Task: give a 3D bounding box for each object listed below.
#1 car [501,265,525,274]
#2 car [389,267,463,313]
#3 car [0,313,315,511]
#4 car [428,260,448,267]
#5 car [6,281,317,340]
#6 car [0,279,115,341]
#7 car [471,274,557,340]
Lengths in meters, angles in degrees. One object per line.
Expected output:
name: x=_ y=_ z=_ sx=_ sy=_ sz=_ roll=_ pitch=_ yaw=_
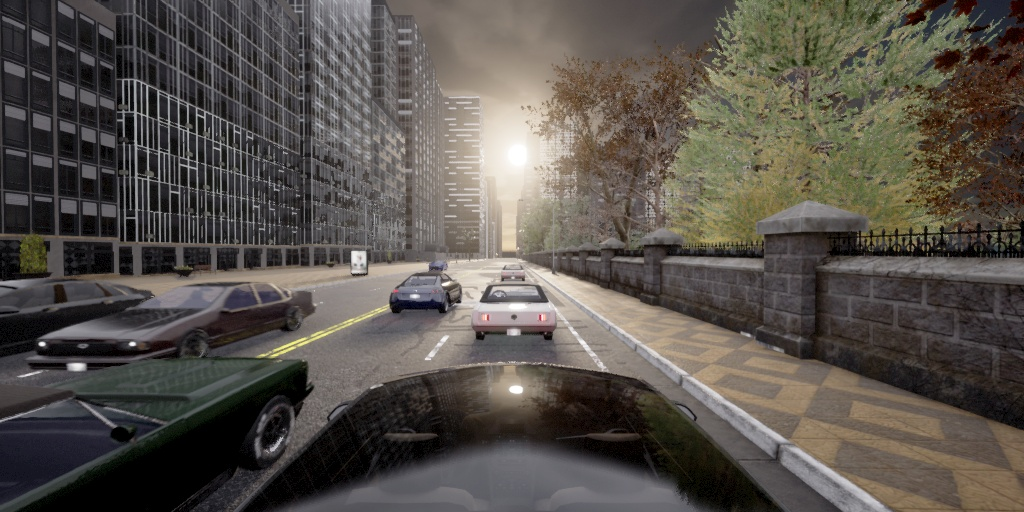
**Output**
car: x=0.089 y=1.350 z=29.295 sx=1.895 sy=1.301 sz=4.718 roll=0 pitch=0 yaw=0
car: x=-3.164 y=1.311 z=13.918 sx=1.994 sy=1.385 sz=4.181 roll=0 pitch=0 yaw=2
car: x=-3.150 y=1.351 z=1.883 sx=1.895 sy=1.301 sz=4.718 roll=0 pitch=0 yaw=0
car: x=-9.742 y=1.274 z=47.612 sx=1.882 sy=1.535 sz=5.008 roll=0 pitch=0 yaw=0
car: x=-6.598 y=1.296 z=8.098 sx=2.033 sy=1.411 sz=5.357 roll=0 pitch=0 yaw=0
car: x=-9.845 y=1.253 z=7.027 sx=1.837 sy=1.490 sz=4.892 roll=0 pitch=0 yaw=0
car: x=0.061 y=1.349 z=9.921 sx=1.895 sy=1.301 sz=4.718 roll=0 pitch=0 yaw=0
